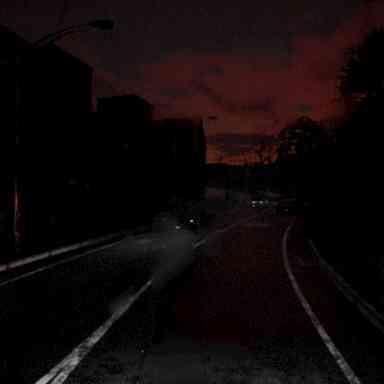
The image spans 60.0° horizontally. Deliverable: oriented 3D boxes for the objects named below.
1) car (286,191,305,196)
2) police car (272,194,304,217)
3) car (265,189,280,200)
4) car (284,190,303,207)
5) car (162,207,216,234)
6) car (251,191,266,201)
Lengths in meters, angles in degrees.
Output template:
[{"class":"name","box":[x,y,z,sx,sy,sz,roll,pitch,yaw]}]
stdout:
[{"class":"car","box":[12.007,0.919,39.206,2.150,2.045,5.566,0,1,18]},{"class":"police car","box":[8.667,1.248,29.706,1.930,1.638,5.238,0,1,21]},{"class":"car","box":[15.259,0.476,63.517,2.150,2.045,5.566,0,2,1]},{"class":"car","box":[13.712,0.826,45.131,2.150,2.045,5.566,0,1,14]},{"class":"car","box":[-0.045,1.557,19.217,1.895,1.301,4.718,0,0,18]},{"class":"car","box":[11.552,0.934,59.259,1.895,1.301,4.718,0,1,7]}]
